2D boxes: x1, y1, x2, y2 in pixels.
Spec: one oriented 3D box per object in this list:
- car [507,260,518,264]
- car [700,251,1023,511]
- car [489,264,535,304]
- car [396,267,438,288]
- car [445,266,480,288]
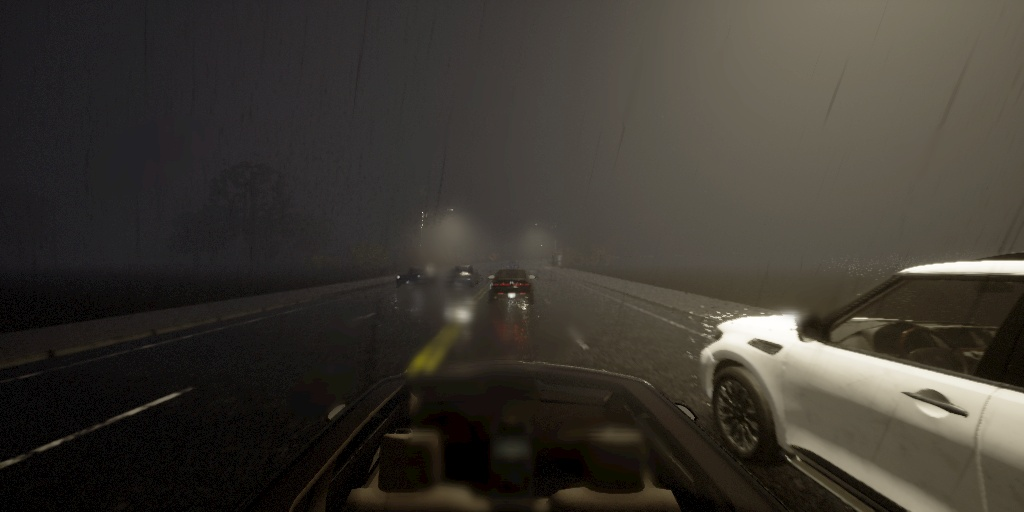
[{"bbox_3d":[0.103,1.449,49.141,2.033,1.411,5.357,0,0,0],"label":"car"},{"bbox_3d":[3.250,0.971,1.779,2.150,2.045,5.566,0,0,0],"label":"car"},{"bbox_3d":[-0.007,1.305,16.668,1.837,1.490,4.892,0,0,0],"label":"car"},{"bbox_3d":[-6.499,1.428,24.917,1.895,1.301,4.718,0,0,0],"label":"car"},{"bbox_3d":[-3.252,1.372,24.629,2.033,1.411,5.357,0,0,0],"label":"car"}]
